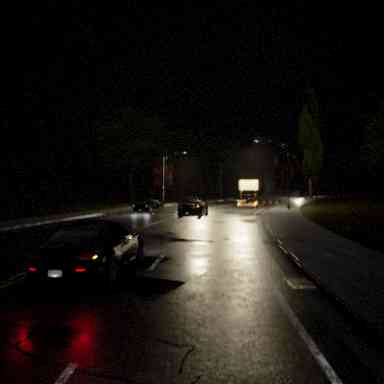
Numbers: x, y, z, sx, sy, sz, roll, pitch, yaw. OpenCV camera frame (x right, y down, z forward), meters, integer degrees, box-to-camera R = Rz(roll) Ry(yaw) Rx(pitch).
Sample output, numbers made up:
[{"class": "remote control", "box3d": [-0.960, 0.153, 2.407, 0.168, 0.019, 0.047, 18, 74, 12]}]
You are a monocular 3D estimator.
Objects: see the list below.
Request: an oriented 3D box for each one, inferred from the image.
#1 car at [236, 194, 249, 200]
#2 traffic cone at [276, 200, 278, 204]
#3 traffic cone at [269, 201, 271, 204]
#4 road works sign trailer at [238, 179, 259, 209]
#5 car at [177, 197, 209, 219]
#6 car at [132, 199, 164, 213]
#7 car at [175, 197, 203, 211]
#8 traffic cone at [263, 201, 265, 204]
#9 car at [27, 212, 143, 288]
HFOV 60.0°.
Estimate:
[{"class": "car", "box3d": [11.225, 1.039, 74.084, 1.994, 1.385, 4.181, -1, 0, 25]}, {"class": "traffic cone", "box3d": [13.294, 1.546, 52.209, 0.340, 0.580, 0.340, -1, 0, 22]}, {"class": "traffic cone", "box3d": [12.367, 1.556, 52.578, 0.340, 0.580, 0.340, -1, 0, 22]}, {"class": "road works sign trailer", "box3d": [6.978, 0.212, 40.711, 2.380, 3.560, 2.880, 0, 0, 22]}, {"class": "car", "box3d": [0.179, 1.389, 27.614, 2.128, 1.511, 4.902, 0, 0, 13]}, {"class": "car", "box3d": [-4.668, 1.483, 35.832, 1.895, 1.301, 4.718, 0, 0, 16]}, {"class": "car", "box3d": [-0.273, 1.333, 39.058, 1.837, 1.490, 4.892, -1, 0, 18]}, {"class": "traffic cone", "box3d": [11.438, 1.566, 52.947, 0.340, 0.580, 0.340, -1, 0, 22]}, {"class": "car", "box3d": [-2.649, 1.509, 9.160, 1.812, 1.442, 4.674, 0, 0, 4]}]
